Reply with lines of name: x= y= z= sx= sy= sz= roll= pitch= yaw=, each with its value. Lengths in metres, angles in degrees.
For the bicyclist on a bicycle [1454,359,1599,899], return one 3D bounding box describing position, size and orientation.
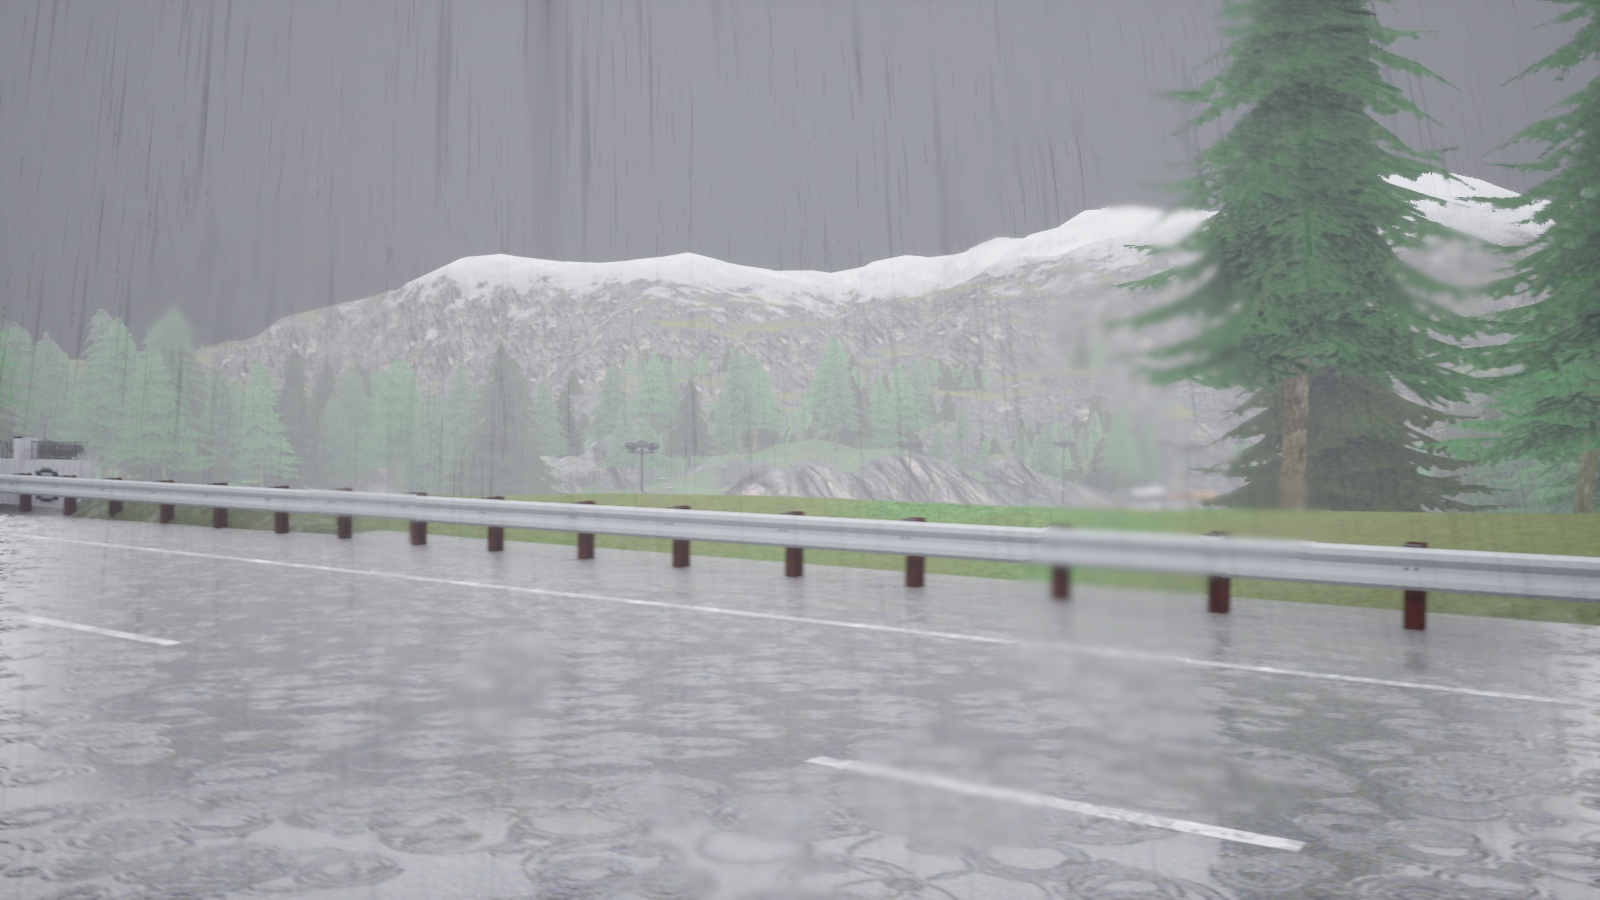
bicyclist on a bicycle: x=2.124 y=0.634 z=2.211 sx=1.656 sy=1.620 sz=0.582 roll=-1 pitch=1 yaw=34
